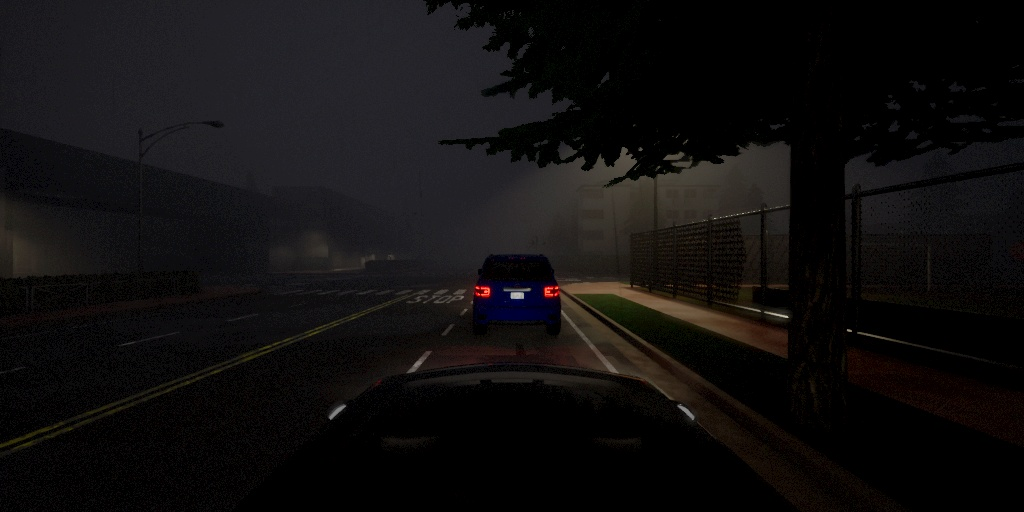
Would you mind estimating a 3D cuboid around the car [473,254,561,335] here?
[{"bbox_3d":[0.125,0.972,10.636,2.150,2.045,5.566,0,0,0],"label":"car"}]

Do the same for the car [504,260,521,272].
[{"bbox_3d":[0.071,1.242,46.452,2.128,1.511,4.902,0,0,-1],"label":"car"}]
